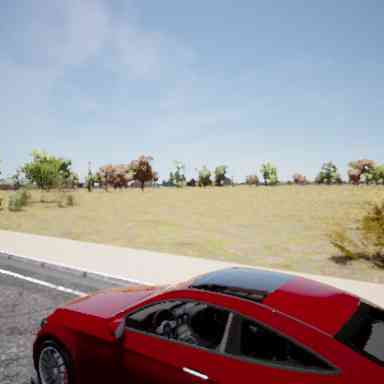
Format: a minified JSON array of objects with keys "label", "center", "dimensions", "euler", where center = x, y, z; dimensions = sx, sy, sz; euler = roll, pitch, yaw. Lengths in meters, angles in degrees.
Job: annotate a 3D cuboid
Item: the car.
[{"label":"car","center":[0.305,1.530,3.345],"dimensions":[4.674,1.442,1.812],"euler":[0,0,36]}]
